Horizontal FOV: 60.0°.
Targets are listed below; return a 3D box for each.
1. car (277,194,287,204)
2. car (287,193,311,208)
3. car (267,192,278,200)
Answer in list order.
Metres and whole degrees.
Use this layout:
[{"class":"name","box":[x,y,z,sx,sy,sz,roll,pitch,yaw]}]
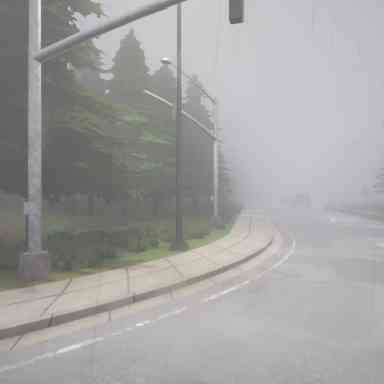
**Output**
[{"class":"car","box":[17.781,1.352,62.277,2.097,1.767,4.553,0,0,8]},{"class":"car","box":[15.891,1.221,48.832,2.150,2.045,5.566,0,0,8]},{"class":"car","box":[21.531,1.500,89.885,1.837,1.490,4.892,0,0,8]}]
